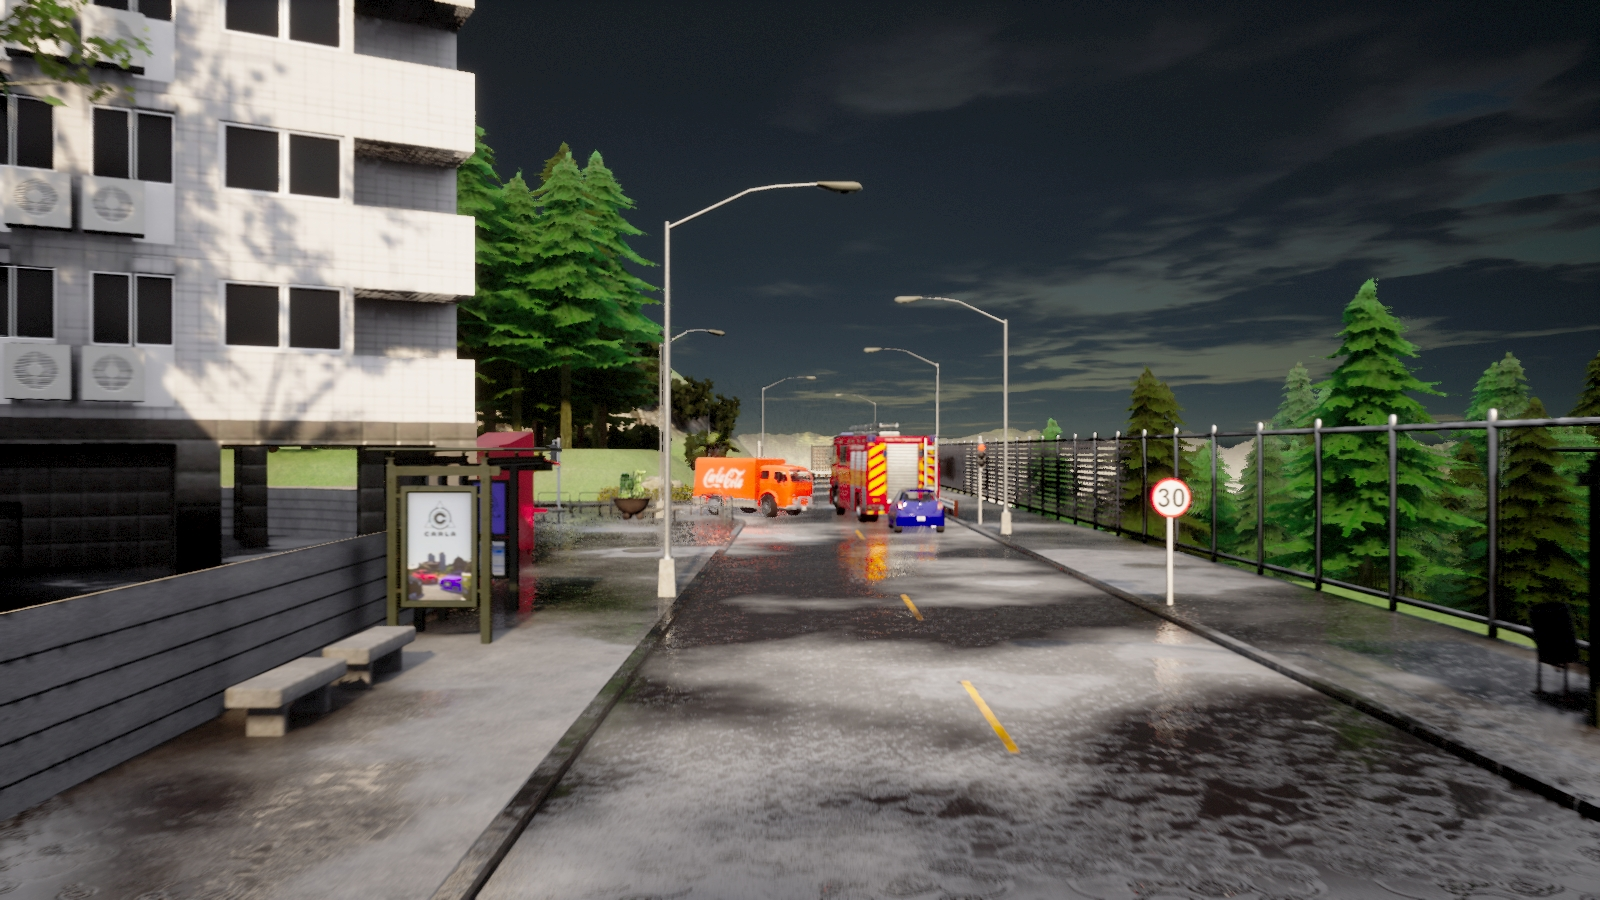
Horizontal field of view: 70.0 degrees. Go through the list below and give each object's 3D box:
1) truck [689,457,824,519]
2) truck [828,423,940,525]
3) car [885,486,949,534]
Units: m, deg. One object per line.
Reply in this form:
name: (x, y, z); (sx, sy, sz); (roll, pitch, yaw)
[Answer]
truck: (-1.885, 1.561, 48.695); (5.204, 2.467, 2.627); (1, -1, 38)
truck: (3.261, 0.890, 47.103); (2.891, 3.827, 8.468); (0, 0, -8)
car: (3.994, 2.038, 39.595); (1.845, 1.501, 3.633); (0, 0, 0)
